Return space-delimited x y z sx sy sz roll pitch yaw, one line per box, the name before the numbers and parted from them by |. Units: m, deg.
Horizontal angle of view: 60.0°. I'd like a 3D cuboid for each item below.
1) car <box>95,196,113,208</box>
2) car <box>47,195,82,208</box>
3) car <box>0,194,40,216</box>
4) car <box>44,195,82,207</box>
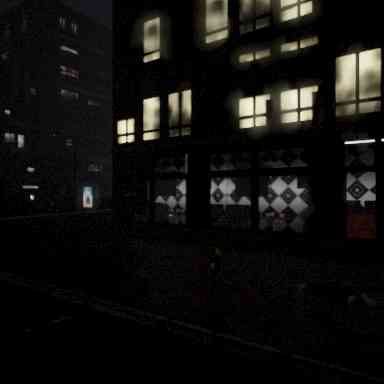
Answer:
car | -9.621 1.142 38.084 1.947 1.339 4.313 1 2 35
car | -14.861 1.086 40.713 2.128 1.511 4.902 0 1 35
car | -15.976 1.098 28.985 2.192 1.841 5.009 1 2 35
car | -16.526 1.163 42.833 1.802 1.307 4.206 1 2 35
